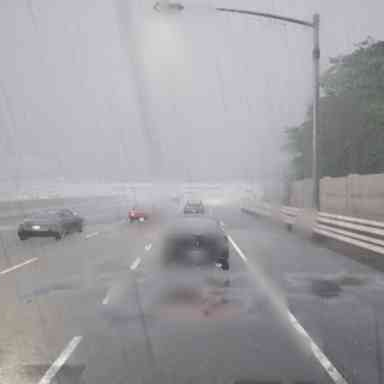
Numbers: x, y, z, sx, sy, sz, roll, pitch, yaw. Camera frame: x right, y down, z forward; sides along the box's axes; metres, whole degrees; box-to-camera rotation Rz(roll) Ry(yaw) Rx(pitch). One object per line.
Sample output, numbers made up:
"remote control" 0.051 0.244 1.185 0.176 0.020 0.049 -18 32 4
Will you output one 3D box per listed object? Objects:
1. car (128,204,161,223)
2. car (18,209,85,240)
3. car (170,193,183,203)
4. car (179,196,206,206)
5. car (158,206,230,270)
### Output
"car" -3.427 1.551 25.056 1.895 1.301 4.718 0 0 0
"car" -6.864 1.532 16.692 1.994 1.385 4.181 0 0 0
"car" -3.239 1.346 63.957 1.882 1.535 5.008 0 0 0
"car" 0.223 1.430 30.250 2.128 1.511 4.902 0 0 1
"car" 0.118 1.458 11.042 1.882 1.535 5.008 0 0 0
